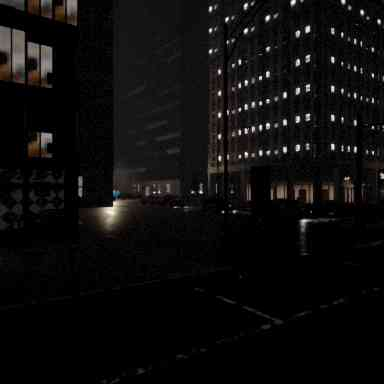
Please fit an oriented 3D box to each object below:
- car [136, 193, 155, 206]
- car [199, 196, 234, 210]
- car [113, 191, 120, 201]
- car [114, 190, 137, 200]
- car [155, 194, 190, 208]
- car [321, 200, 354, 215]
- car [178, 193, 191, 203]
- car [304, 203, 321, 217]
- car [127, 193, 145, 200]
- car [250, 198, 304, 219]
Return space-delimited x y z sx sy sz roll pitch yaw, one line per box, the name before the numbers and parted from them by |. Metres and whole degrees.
car | -5.419 1.094 45.025 1.752 1.417 4.829 1 0 -33
car | 2.717 1.179 37.196 2.128 1.511 4.902 0 1 -33
car | -14.968 0.920 58.904 1.887 1.381 4.507 1 0 -35
car | -13.276 0.786 65.991 1.882 1.535 5.008 0 1 -36
car | -2.469 1.212 40.529 1.802 1.307 4.206 1 0 -33
car | 13.047 1.377 31.269 1.802 1.307 4.206 1 0 -32
car | -2.638 1.054 45.495 1.882 1.535 5.008 0 1 -33
car | 8.194 1.309 28.517 1.837 1.490 4.892 0 1 -32
car | -11.500 0.864 67.811 1.947 1.339 4.313 1 0 -36
car | 6.429 1.399 26.575 1.802 1.307 4.206 1 0 -32
